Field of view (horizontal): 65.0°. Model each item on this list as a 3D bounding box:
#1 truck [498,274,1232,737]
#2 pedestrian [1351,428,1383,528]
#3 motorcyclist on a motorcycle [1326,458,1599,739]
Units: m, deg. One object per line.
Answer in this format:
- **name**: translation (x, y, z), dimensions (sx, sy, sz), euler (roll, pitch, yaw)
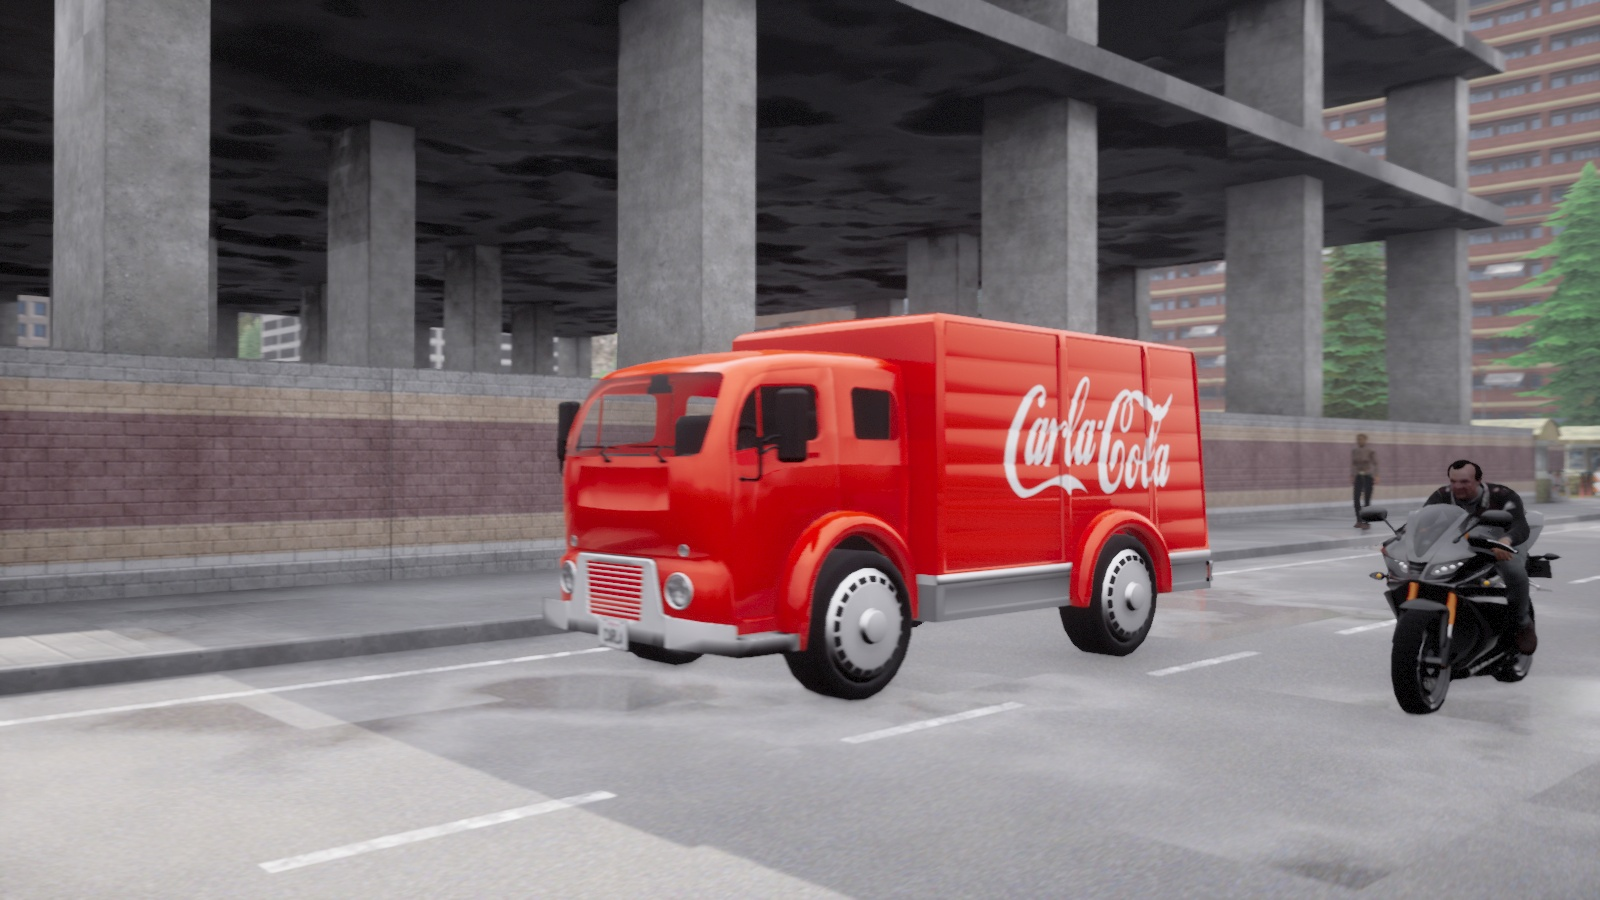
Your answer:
- **truck**: translation (0.726, 0.311, 9.431), dimensions (5.204, 2.467, 2.627), euler (0, 0, -43)
- **pedestrian**: translation (10.566, 0.515, 23.416), dimensions (0.634, 1.846, 0.331), euler (0, 0, -45)
- **motorcyclist on a motorcycle**: translation (4.235, 0.817, 7.918), dimensions (2.191, 1.530, 0.866), euler (0, 0, -43)
